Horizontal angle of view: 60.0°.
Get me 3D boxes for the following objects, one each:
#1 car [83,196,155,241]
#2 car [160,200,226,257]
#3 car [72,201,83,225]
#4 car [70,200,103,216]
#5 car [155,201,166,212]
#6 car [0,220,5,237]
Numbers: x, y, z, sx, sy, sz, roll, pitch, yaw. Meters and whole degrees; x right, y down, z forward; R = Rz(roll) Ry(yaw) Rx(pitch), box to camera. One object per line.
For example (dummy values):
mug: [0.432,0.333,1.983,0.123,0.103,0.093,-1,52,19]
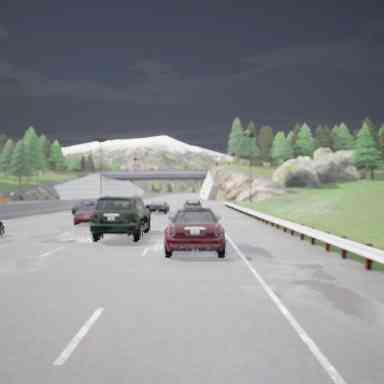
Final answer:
car: [-3.401,1.217,16.704,2.150,2.045,5.566,0,0,0]
car: [0.099,1.348,13.094,2.097,1.767,4.553,0,0,0]
car: [-6.902,1.557,23.796,1.994,1.385,4.181,0,0,0]
car: [-10.404,1.555,33.132,1.994,1.385,4.181,0,0,0]
car: [-3.404,1.591,35.039,1.895,1.301,4.718,0,0,0]
car: [-10.402,1.560,15.072,1.994,1.385,4.181,0,0,0]
